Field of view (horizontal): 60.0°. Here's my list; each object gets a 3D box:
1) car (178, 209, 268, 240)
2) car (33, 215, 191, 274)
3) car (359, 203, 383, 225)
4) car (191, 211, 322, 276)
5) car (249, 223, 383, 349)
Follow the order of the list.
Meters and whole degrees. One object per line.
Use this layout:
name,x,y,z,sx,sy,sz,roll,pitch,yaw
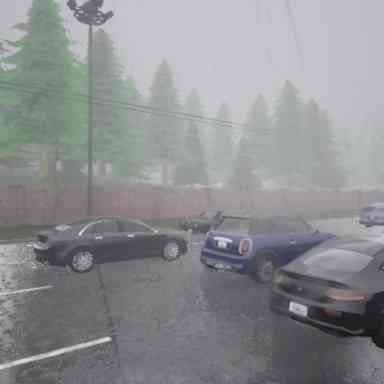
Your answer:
car,1.726,1.645,17.873,4.718,1.301,1.895,0,0,-35
car,-2.376,1.520,10.649,4.892,1.490,1.837,0,0,-35
car,12.970,1.634,21.590,5.357,1.411,2.033,0,0,-35
car,2.515,1.380,9.837,4.553,1.767,2.097,0,0,-35
car,3.423,1.549,6.203,4.674,1.442,1.812,0,0,-36
